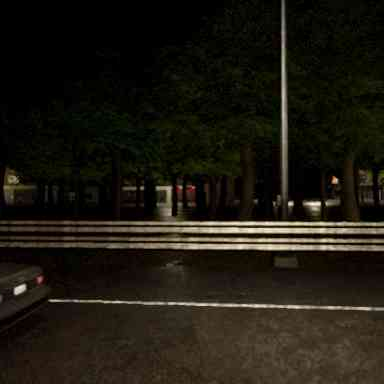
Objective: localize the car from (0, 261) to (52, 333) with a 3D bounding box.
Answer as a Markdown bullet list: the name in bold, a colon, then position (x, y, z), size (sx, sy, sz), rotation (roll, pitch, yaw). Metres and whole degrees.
- **car**: position (-5.201, 1.594, 5.470), size (5.357, 1.411, 2.033), rotation (0, 0, 5)
